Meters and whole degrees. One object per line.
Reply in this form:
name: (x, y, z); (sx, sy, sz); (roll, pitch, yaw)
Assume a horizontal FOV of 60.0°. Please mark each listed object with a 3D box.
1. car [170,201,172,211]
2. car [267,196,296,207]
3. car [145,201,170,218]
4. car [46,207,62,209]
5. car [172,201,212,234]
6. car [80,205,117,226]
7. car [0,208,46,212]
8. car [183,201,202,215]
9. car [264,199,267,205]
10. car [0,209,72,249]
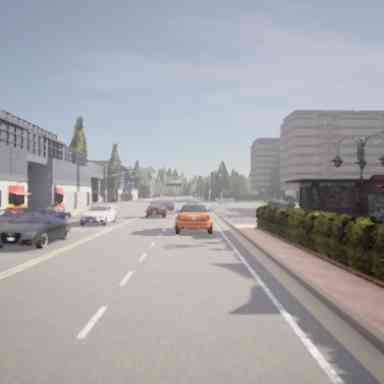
car: (-3.470, 1.871, 45.593); (1.994, 1.385, 4.181); (0, 0, 1)
car: (14.289, 1.508, 52.123); (3.866, 1.878, 1.905); (0, 0, -2)
car: (-3.491, 1.749, 33.136); (1.812, 1.442, 4.674); (0, 0, 0)
car: (-10.500, 1.807, 24.205); (1.895, 1.301, 4.718); (0, 0, 0)
car: (0.100, 1.491, 20.521); (2.097, 1.767, 4.553); (0, 0, 0)
car: (-7.000, 1.696, 25.307); (1.812, 1.442, 4.674); (0, 0, 0)
car: (-10.546, 1.694, 19.241); (1.994, 1.385, 4.181); (0, 0, 0)
car: (0.064, 1.813, 39.343); (2.033, 1.411, 5.357); (0, 0, 0)
car: (14.269, 1.524, 55.018); (4.605, 1.855, 1.932); (0, 0, -2)
car: (-7.071, 1.665, 14.982); (1.994, 1.385, 4.181); (0, 0, 0)
